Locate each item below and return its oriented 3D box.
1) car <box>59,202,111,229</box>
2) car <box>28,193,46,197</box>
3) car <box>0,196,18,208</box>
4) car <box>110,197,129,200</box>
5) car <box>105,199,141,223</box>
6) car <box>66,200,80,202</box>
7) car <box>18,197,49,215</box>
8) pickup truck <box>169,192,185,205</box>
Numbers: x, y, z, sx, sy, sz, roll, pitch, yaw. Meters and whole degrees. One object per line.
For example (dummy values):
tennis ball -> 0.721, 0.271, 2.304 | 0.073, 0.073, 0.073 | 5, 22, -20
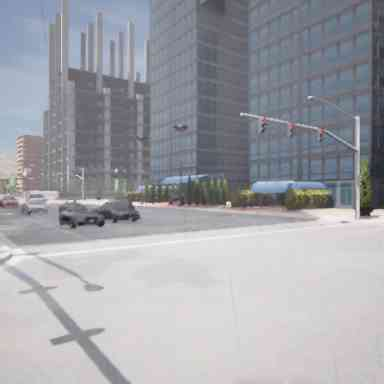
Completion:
car -> -7.244, 1.564, 21.758 | 1.994, 1.385, 4.181 | 0, 0, -36
car -> -23.394, 1.227, 50.039 | 2.150, 2.045, 5.566 | 0, 0, -36
car -> -26.834, 1.416, 48.833 | 2.097, 1.767, 4.553 | 0, 0, -36
car -> -7.875, 1.353, 34.852 | 2.097, 1.767, 4.553 | 0, 0, -36
car -> -5.930, 1.548, 25.899 | 2.033, 1.411, 5.357 | 0, 0, -36
car -> -12.475, 1.565, 34.886 | 1.994, 1.385, 4.181 | 0, 0, -36
car -> -15.977, 1.526, 33.779 | 1.812, 1.442, 4.674 | 0, 0, -36
pickup truck -> -2.484, 1.062, 55.521 | 2.390, 2.098, 6.274 | 0, 0, -6
